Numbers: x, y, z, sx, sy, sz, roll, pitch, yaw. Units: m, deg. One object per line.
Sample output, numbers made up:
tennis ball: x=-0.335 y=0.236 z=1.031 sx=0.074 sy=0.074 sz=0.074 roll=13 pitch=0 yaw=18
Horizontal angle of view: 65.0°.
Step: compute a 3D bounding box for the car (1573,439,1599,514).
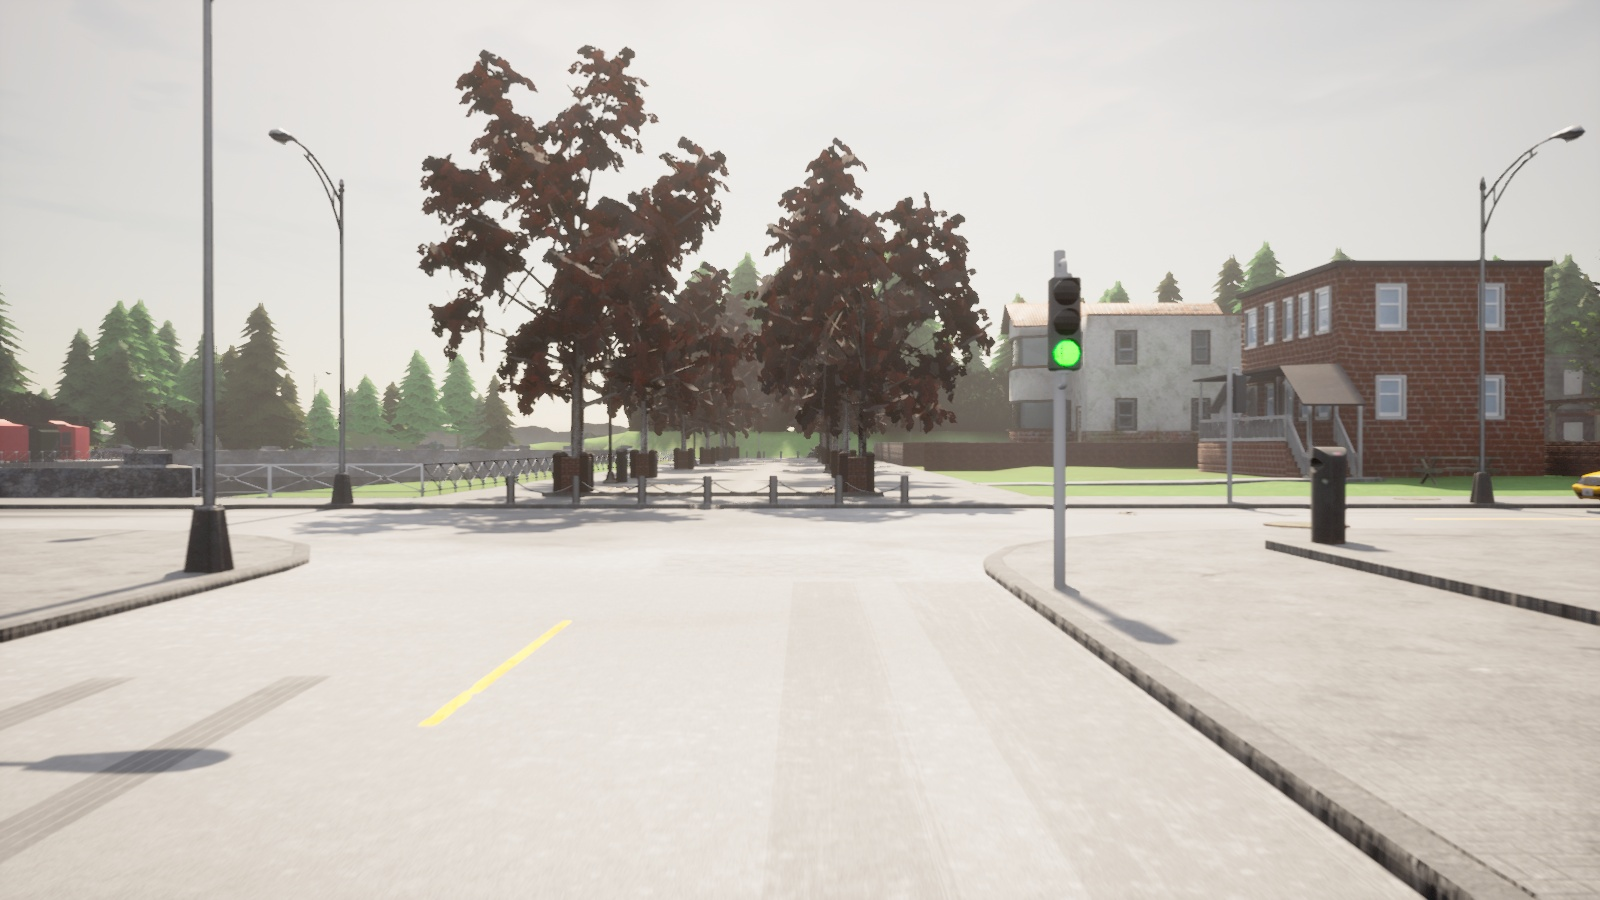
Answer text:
car: x=19.354 y=0.554 z=26.162 sx=5.366 sy=1.575 sz=1.801 roll=0 pitch=0 yaw=1
